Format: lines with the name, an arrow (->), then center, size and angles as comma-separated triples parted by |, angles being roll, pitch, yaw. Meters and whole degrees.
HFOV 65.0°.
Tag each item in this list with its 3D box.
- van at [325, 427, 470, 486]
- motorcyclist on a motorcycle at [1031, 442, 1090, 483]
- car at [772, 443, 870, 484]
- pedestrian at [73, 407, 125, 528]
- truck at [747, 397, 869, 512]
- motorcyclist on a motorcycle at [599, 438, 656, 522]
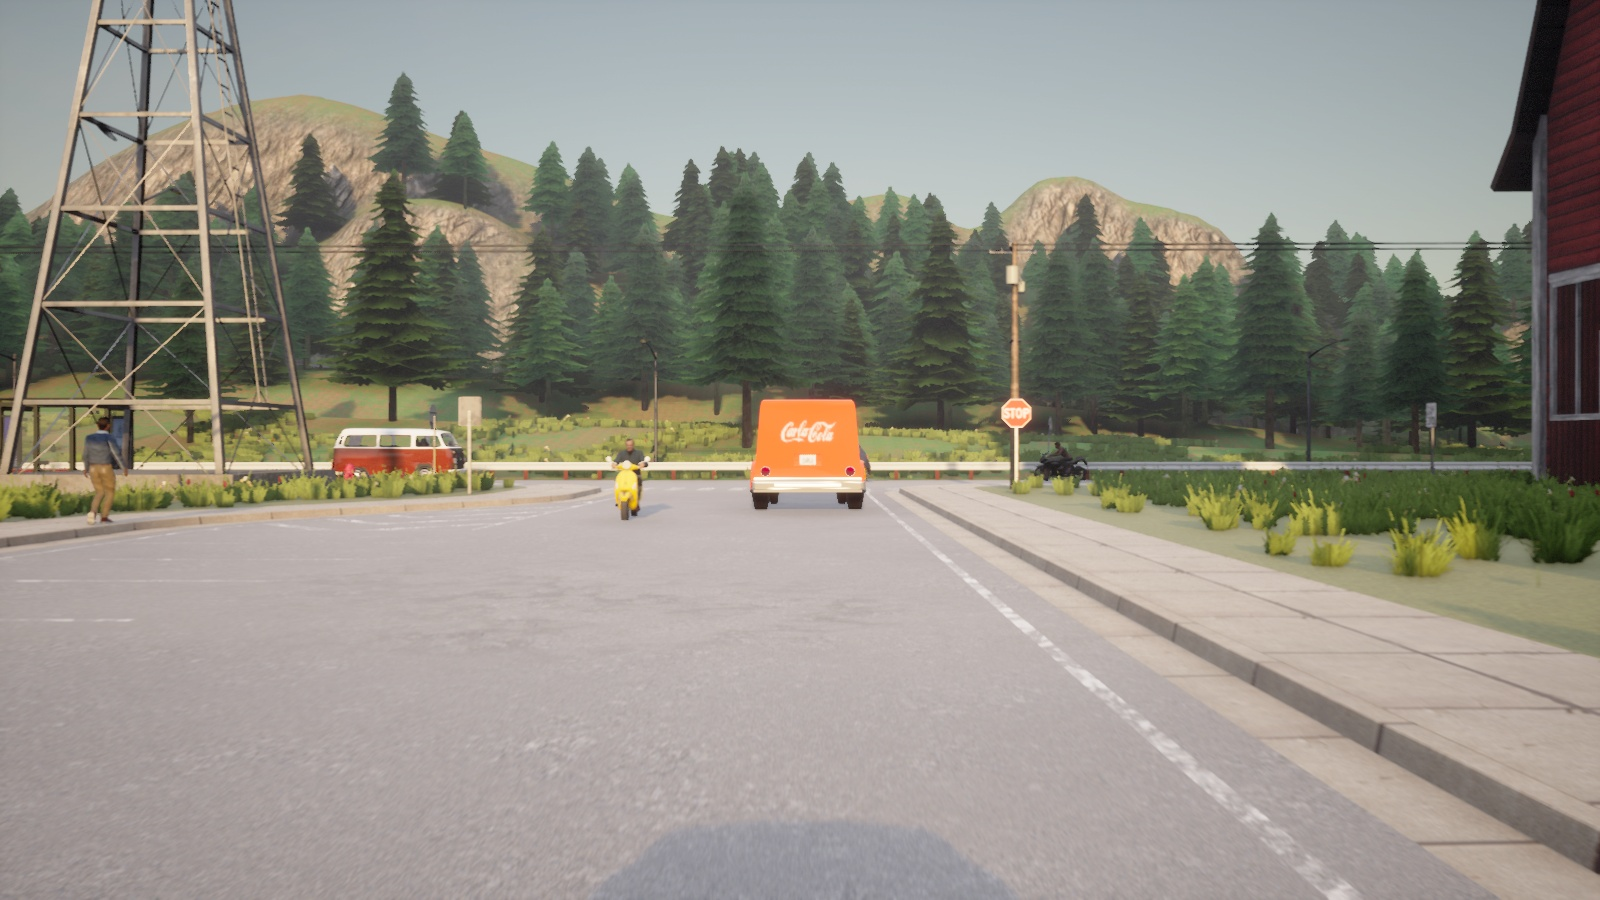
van -> -14.267, 0.207, 44.657 | 4.480, 2.038, 2.069 | 0, 0, 1
motorcyclist on a motorcycle -> 9.870, 0.470, 47.596 | 2.044, 1.523, 0.797 | 1, 0, 1
car -> 0.806, 0.492, 47.808 | 3.633, 1.501, 1.845 | 0, 0, 1
pedestrian -> -11.463, 0.277, 20.550 | 0.423, 1.949, 0.788 | 0, 0, -3
truck -> 0.185, 0.092, 29.556 | 2.627, 2.467, 5.204 | 0, 0, 0
motorcyclist on a motorcycle -> -3.347, 0.559, 24.528 | 0.866, 1.590, 1.817 | 0, 0, 0
